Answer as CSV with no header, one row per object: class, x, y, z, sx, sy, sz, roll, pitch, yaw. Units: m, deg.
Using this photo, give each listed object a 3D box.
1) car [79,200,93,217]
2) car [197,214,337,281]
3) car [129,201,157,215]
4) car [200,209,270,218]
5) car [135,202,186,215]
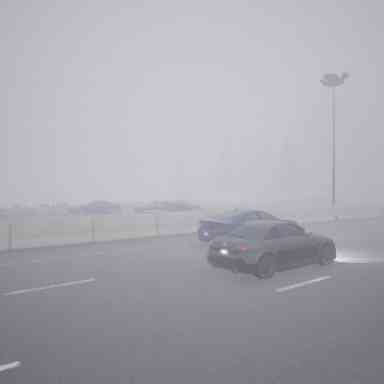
car,-9.274,1.518,31.985,5.008,1.535,1.882,0,0,-36
car,2.457,1.543,9.940,4.181,1.385,1.994,0,0,-36
car,-2.885,1.514,28.003,4.902,1.511,2.128,0,0,-36
car,2.528,1.461,14.346,5.008,1.535,1.882,0,0,-36
car,-1.473,1.613,24.695,4.718,1.301,1.895,0,0,-36
